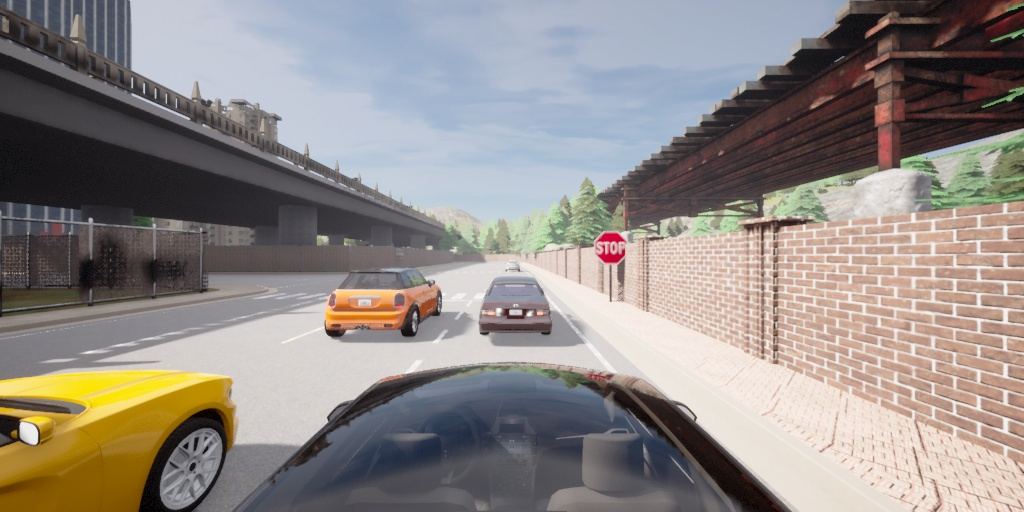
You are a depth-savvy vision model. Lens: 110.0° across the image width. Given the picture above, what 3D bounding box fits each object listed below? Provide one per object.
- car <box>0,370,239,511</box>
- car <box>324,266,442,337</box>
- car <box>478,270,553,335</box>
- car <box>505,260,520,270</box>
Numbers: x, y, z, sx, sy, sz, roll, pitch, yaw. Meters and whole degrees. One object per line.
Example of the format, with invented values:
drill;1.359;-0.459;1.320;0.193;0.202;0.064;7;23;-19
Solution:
car;-3.398;1.228;1.186;1.882;1.535;5.008;0;0;0
car;-3.420;1.101;10.443;2.097;1.767;4.553;0;0;0
car;0.081;1.297;10.464;2.033;1.411;5.357;0;0;0
car;0.083;1.271;46.330;1.812;1.442;4.674;0;0;-1
